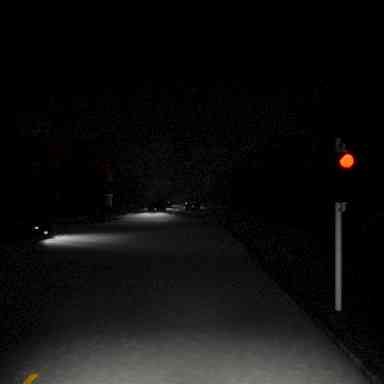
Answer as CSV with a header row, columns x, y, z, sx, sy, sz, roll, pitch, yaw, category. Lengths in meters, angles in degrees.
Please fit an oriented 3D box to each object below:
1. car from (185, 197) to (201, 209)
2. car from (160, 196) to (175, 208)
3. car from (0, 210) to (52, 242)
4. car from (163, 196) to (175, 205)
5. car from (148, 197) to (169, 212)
x,y,z,sx,sy,sz,roll,pitch,yaw,category
0.106,1.506,44.836,1.837,1.490,4.892,0,0,0,car
-4.087,1.352,48.387,2.097,1.767,4.553,0,0,0,car
-9.629,1.547,15.817,5.357,1.411,2.033,0,0,-1,car
-4.054,1.525,58.541,1.812,1.442,4.674,0,0,0,car
-4.099,1.601,39.424,1.895,1.301,4.718,0,0,0,car
